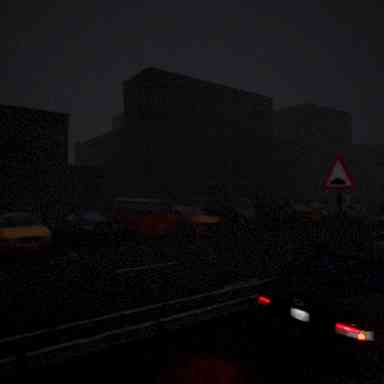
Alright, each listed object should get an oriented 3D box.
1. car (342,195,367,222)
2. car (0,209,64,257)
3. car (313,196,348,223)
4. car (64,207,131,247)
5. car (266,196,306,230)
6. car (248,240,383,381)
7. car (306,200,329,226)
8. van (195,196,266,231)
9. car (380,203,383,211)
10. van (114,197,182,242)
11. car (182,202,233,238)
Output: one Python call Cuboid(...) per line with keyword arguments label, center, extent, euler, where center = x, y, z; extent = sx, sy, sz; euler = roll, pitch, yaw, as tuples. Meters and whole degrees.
Cuboid(label="car", center=(10.856, 1.289, 26.416), extent=(2.435, 2.045, 5.566), euler=(0, 0, -36))
Cuboid(label="car", center=(-6.970, 1.505, 13.415), extent=(1.946, 1.575, 5.366), euler=(0, 0, -36))
Cuboid(label="car", center=(8.710, 1.412, 24.886), extent=(2.185, 1.767, 4.553), euler=(0, 0, -36))
Cuboid(label="car", center=(-4.833, 1.551, 15.167), extent=(2.002, 1.452, 4.674), euler=(0, 0, -36))
Cuboid(label="car", center=(4.123, 1.278, 21.605), extent=(2.435, 2.045, 5.566), euler=(0, 0, -36))
Cuboid(label="car", center=(3.361, 1.553, 5.531), extent=(5.357, 1.411, 2.033), euler=(0, 0, -36))
Cuboid(label="car", center=(6.488, 1.533, 23.254), extent=(2.097, 1.535, 5.008), euler=(0, 0, -36))
Cuboid(label="van", center=(1.964, 1.299, 19.884), extent=(1.878, 1.987, 4.442), euler=(0, 0, -36))
Cuboid(label="car", center=(22.107, 1.571, 34.386), extent=(2.163, 1.488, 4.792), euler=(0, 0, -36))
Cuboid(label="van", center=(-2.659, 1.289, 16.867), extent=(1.878, 1.987, 4.442), euler=(0, 0, -36))
Cuboid(label="car", center=(-0.351, 1.520, 18.380), extent=(2.097, 1.535, 5.008), euler=(0, 0, -36))
